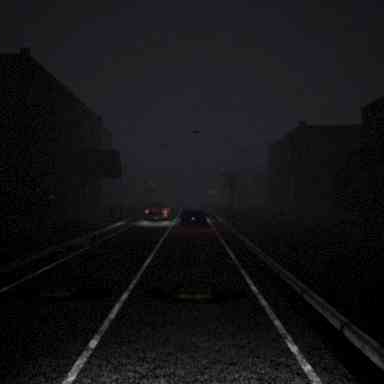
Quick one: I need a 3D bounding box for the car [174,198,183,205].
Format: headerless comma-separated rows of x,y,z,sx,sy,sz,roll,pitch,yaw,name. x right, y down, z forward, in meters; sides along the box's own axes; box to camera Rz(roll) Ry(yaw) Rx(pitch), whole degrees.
-3.002,2.013,71.718,2.033,1.411,5.357,0,0,0,car

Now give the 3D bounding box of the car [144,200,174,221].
-3.097,1.627,30.471,2.097,1.767,4.553,0,0,0,car

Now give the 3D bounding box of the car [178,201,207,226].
0.097,1.716,25.393,1.882,1.535,5.008,0,-1,0,car

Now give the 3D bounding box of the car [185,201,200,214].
0.095,1.872,41.814,1.812,1.442,4.674,0,0,0,car
